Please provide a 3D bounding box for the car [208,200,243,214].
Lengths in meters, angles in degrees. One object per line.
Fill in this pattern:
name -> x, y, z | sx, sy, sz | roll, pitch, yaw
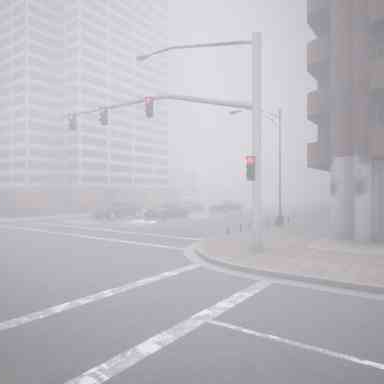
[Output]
car -> 3.761, 1.601, 36.259 | 1.895, 1.301, 4.718 | 0, 0, 35

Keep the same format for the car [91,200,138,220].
car -> -6.221, 1.505, 28.164 | 1.837, 1.490, 4.892 | 0, 0, 35

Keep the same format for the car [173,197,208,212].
car -> -0.500, 1.564, 36.290 | 1.994, 1.385, 4.181 | 0, 0, 35

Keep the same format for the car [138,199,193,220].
car -> -2.111, 1.564, 27.924 | 1.994, 1.385, 4.181 | 0, 0, 35
